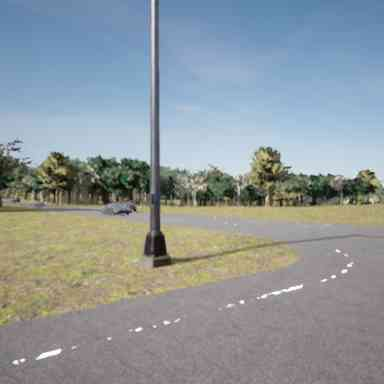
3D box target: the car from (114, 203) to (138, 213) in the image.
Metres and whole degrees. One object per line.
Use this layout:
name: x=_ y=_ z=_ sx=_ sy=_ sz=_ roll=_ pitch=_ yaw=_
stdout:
car: x=-10.511 y=2.462 z=52.809 sx=1.837 sy=1.490 sz=4.892 roll=2 pitch=-3 yaw=-36

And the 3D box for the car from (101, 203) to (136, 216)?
car: x=-8.870 y=2.005 z=38.542 sx=2.033 sy=1.411 sz=5.357 roll=2 pitch=-3 yaw=-35
